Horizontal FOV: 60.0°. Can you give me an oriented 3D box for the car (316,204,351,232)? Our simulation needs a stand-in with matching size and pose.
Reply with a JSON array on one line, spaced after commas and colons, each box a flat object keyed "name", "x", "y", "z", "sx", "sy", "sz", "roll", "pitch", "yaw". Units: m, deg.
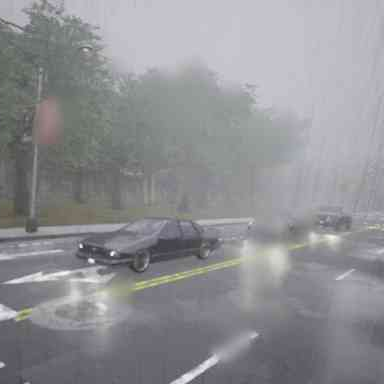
[{"name": "car", "x": 11.387, "y": 2.033, "z": 27.088, "sx": 2.150, "sy": 2.045, "sz": 5.566, "roll": 3, "pitch": 0, "yaw": 37}]

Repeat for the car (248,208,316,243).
[{"name": "car", "x": 4.983, "y": 1.741, "z": 18.745, "sx": 2.097, "sy": 1.767, "sz": 4.553, "roll": 3, "pitch": 0, "yaw": 38}]

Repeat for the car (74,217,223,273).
[{"name": "car", "x": -1.035, "y": 1.541, "z": 10.914, "sx": 2.033, "sy": 1.411, "sz": 5.357, "roll": 3, "pitch": 0, "yaw": 37}]
